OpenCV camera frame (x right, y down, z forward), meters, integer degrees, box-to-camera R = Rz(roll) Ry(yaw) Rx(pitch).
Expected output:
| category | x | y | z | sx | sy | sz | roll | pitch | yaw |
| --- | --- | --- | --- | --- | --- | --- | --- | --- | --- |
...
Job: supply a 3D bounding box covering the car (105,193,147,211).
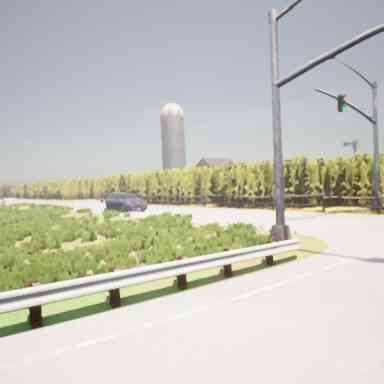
| category | x | y | z | sx | sy | sz | roll | pitch | yaw |
| --- | --- | --- | --- | --- | --- | --- | --- | --- | --- |
| car | -5.840 | 0.850 | 29.123 | 2.097 | 1.767 | 4.553 | -4 | 3 | -41 |
